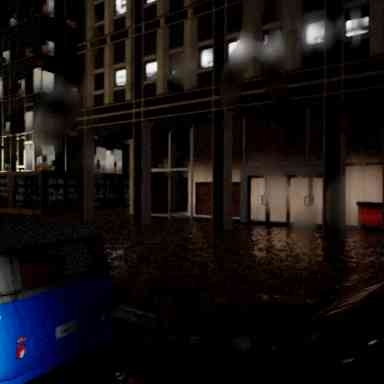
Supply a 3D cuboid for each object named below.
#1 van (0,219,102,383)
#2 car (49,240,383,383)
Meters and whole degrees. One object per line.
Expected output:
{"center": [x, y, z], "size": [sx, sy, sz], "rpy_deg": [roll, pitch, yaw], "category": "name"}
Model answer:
{"center": [-2.977, 1.302, 4.728], "size": [3.998, 1.788, 1.690], "rpy_deg": [0, 1, 32], "category": "van"}
{"center": [1.829, 1.291, 1.694], "size": [5.009, 1.841, 2.192], "rpy_deg": [0, 1, 32], "category": "car"}
